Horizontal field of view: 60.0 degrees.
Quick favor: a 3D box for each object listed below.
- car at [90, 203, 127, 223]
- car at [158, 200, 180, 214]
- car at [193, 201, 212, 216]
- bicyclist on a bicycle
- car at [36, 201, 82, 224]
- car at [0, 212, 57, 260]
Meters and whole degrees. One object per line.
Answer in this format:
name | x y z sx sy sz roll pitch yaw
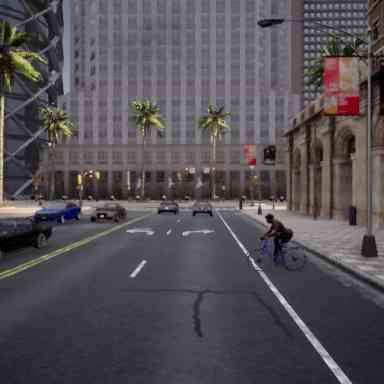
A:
car | -6.383 1.564 25.790 1.994 1.385 4.181 0 0 2
car | -2.425 1.564 34.956 1.994 1.385 4.181 0 0 2
car | 1.048 1.547 32.999 2.033 1.411 5.357 0 0 2
bicyclist on a bicycle | 2.349 1.436 9.281 1.656 1.620 0.582 -2 0 1
car | -9.911 1.477 24.994 1.882 1.535 5.008 0 0 2
car | -6.845 1.601 11.755 1.895 1.301 4.718 0 0 2
